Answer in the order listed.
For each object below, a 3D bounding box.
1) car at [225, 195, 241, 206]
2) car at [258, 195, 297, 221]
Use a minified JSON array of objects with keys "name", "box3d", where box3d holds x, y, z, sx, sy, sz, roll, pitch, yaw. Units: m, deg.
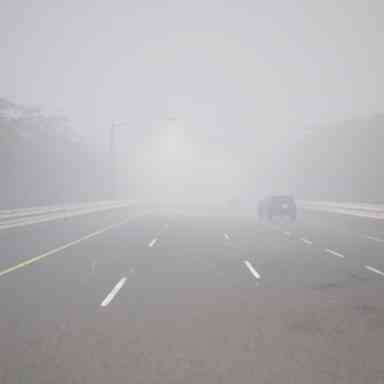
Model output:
[{"name":"car","box3d":[7.095,1.555,56.137,1.882,1.535,5.008,0,0,0]},{"name":"car","box3d":[7.009,1.246,27.726,2.150,2.045,5.566,0,0,0]}]
